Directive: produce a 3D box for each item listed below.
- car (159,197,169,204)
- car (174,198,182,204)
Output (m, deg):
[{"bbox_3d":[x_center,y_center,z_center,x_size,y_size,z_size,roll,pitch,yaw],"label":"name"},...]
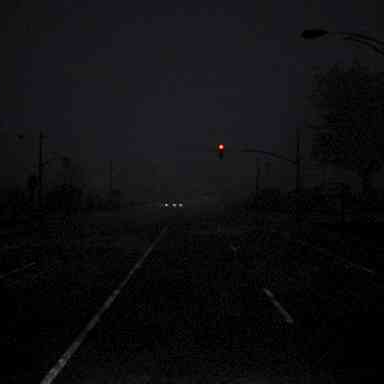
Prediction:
[{"bbox_3d":[-6.963,2.134,82.613,2.097,1.767,4.553,0,-1,0],"label":"car"},{"bbox_3d":[-3.463,2.303,82.569,1.812,1.442,4.674,0,-1,0],"label":"car"}]
